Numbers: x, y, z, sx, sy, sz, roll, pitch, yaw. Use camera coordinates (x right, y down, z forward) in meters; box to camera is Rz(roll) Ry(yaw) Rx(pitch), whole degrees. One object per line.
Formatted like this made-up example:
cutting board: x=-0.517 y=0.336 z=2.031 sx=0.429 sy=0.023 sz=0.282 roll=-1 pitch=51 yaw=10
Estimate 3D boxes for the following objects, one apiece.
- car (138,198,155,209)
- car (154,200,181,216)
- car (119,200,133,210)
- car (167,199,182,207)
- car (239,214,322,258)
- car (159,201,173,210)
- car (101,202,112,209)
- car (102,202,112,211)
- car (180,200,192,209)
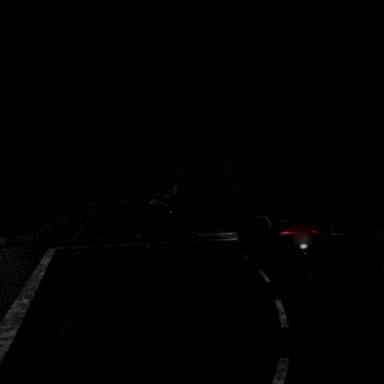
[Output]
car: x=-8.935 y=2.189 z=63.073 sx=2.150 sy=2.045 sz=5.566 roll=-1 pitch=-1 yaw=-14
car: x=-3.008 y=2.089 z=40.422 sx=1.837 sy=1.490 sz=4.892 roll=-1 pitch=-1 yaw=-14
car: x=-11.689 y=2.463 z=59.624 sx=1.837 sy=1.490 sz=4.892 roll=-1 pitch=-1 yaw=-15
car: x=-3.823 y=2.360 z=71.133 sx=2.128 sy=1.511 sz=4.902 roll=-1 pitch=-1 yaw=-15
car: x=3.356 y=1.631 z=13.533 sx=2.128 sy=1.511 sz=4.902 roll=-1 pitch=-1 yaw=-9
car: x=-4.808 y=2.407 z=60.974 sx=1.812 sy=1.442 sz=4.674 roll=-1 pitch=-1 yaw=-15
car: x=-17.636 y=2.713 z=68.647 sx=1.994 sy=1.385 sz=4.181 roll=-1 pitch=-1 yaw=-15
car: x=-15.243 y=2.557 z=59.742 sx=2.033 sy=1.411 sz=5.357 roll=-1 pitch=-1 yaw=-15
car: x=-1.519 y=2.204 z=62.228 sx=2.097 sy=1.767 sz=4.553 roll=-1 pitch=-1 yaw=-15
